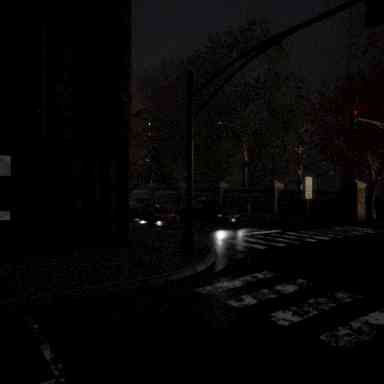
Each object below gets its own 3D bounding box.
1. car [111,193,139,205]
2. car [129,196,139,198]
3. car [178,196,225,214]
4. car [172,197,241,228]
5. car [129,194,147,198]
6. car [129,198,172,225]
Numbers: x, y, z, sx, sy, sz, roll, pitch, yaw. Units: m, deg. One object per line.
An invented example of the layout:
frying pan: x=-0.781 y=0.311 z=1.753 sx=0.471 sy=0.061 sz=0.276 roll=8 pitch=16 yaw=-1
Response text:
car: x=-8.898 y=0.860 z=43.796 sx=2.008 sy=1.369 sz=4.403 roll=1 pitch=0 yaw=-36
car: x=-5.901 y=1.156 z=25.438 sx=1.802 sy=1.307 sz=4.206 roll=2 pitch=0 yaw=-36
car: x=0.778 y=1.126 z=30.504 sx=1.752 sy=1.417 sz=4.829 roll=1 pitch=0 yaw=-36
car: x=0.937 y=1.253 z=20.428 sx=1.812 sy=1.442 sz=4.674 roll=0 pitch=1 yaw=-36
car: x=-4.425 y=1.090 z=27.799 sx=1.812 sy=1.442 sz=4.674 roll=0 pitch=1 yaw=-36
car: x=-2.643 y=1.255 z=20.963 sx=1.802 sy=1.307 sz=4.206 roll=2 pitch=0 yaw=-36
